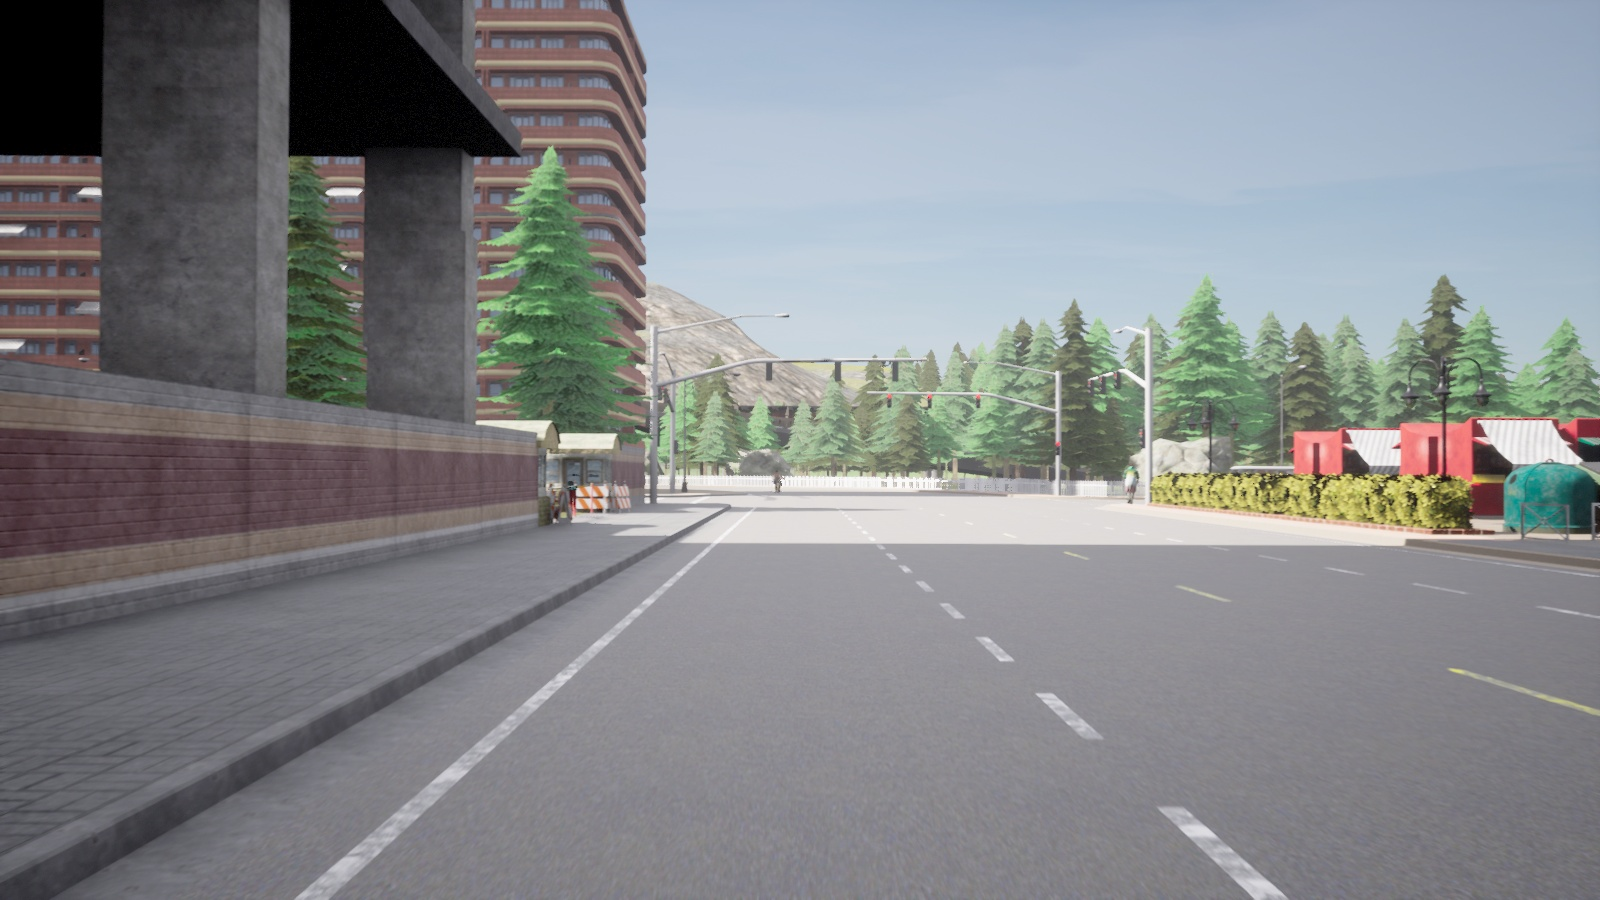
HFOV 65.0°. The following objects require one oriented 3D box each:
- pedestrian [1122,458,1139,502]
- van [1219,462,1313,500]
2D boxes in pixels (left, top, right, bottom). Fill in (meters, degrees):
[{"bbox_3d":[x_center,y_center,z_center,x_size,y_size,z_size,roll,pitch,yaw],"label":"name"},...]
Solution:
[{"bbox_3d":[14.718,1.347,55.981,0.659,1.952,0.873,0,-1,11],"label":"pedestrian"},{"bbox_3d":[25.189,1.660,67.977,4.442,1.987,1.775,0,-1,0],"label":"van"}]
